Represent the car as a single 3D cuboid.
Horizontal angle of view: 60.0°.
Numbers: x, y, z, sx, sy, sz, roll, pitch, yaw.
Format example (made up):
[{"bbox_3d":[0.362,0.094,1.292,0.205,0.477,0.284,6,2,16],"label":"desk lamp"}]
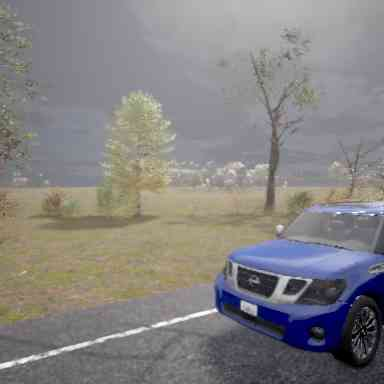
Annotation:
[{"bbox_3d":[3.035,1.222,6.097,5.566,2.045,2.150,0,0,-35],"label":"car"}]
